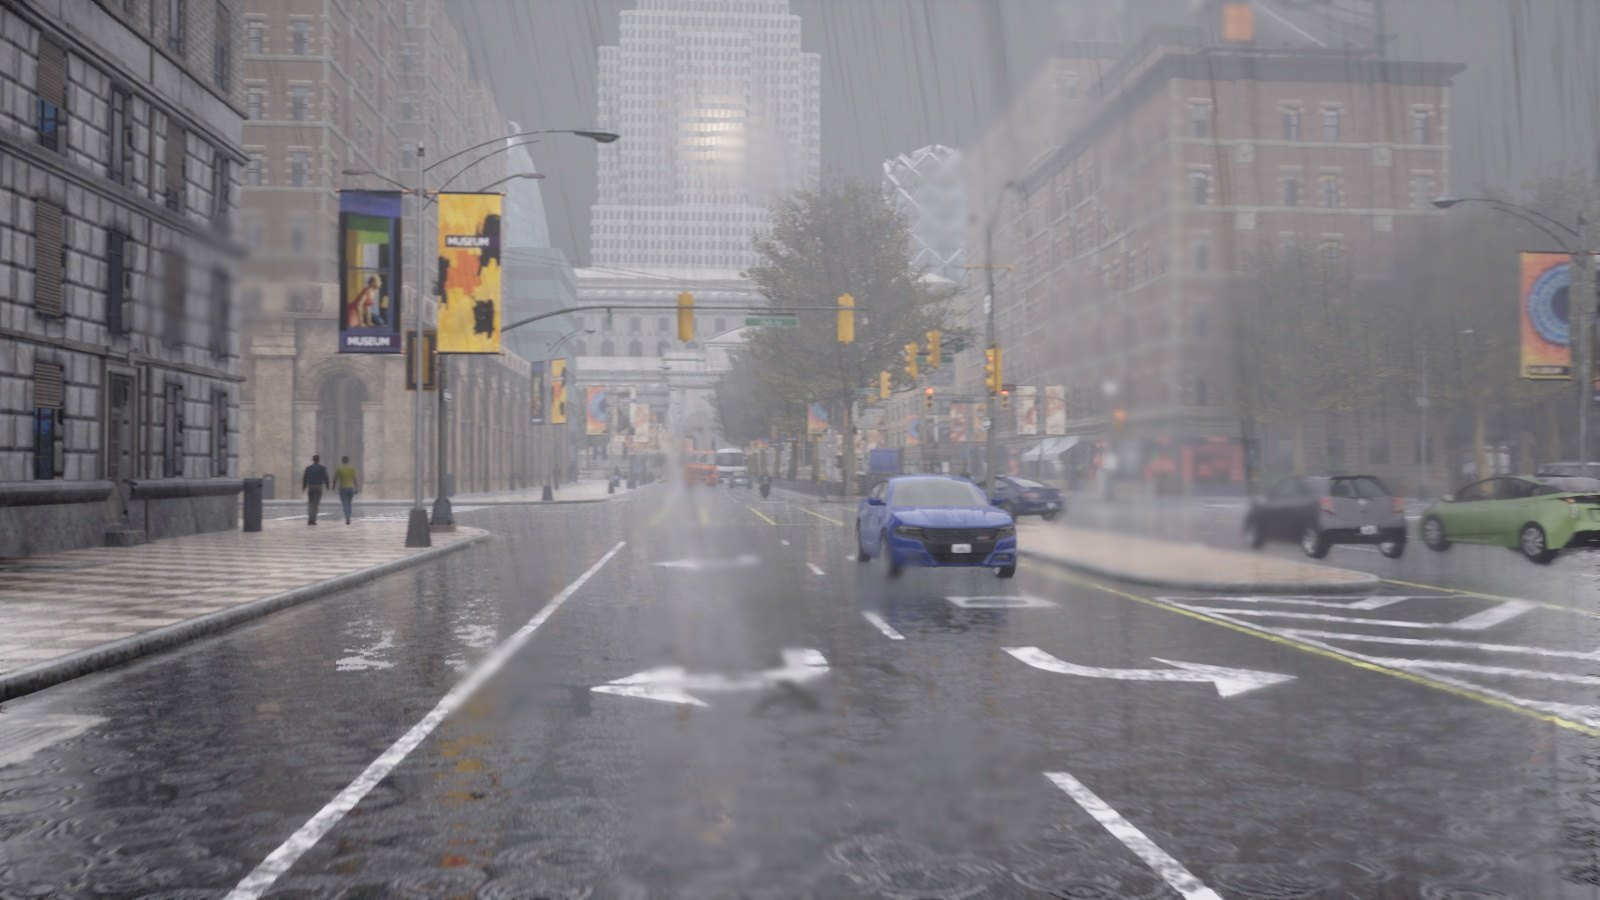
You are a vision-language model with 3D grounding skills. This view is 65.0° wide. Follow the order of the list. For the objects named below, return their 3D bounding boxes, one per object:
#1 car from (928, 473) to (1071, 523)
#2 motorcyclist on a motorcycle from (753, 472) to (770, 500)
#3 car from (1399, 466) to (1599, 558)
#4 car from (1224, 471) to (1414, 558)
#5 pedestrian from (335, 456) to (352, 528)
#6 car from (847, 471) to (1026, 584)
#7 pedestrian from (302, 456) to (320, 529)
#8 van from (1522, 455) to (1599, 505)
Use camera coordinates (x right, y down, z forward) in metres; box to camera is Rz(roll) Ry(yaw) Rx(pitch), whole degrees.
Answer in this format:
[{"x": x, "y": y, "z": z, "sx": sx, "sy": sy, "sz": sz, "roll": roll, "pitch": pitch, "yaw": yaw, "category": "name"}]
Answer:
[{"x": 6.072, "y": 1.441, "z": 38.804, "sx": 1.812, "sy": 1.442, "sz": 4.674, "roll": 0, "pitch": -1, "yaw": -30, "category": "car"}, {"x": -2.171, "y": 2.027, "z": 70.915, "sx": 0.866, "sy": 1.530, "sz": 2.191, "roll": 0, "pitch": -1, "yaw": -3, "category": "motorcyclist on a motorcycle"}, {"x": 13.249, "y": 1.060, "z": 23.084, "sx": 2.007, "sy": 1.525, "sz": 4.514, "roll": 0, "pitch": -1, "yaw": -5, "category": "car"}, {"x": 9.683, "y": 1.158, "z": 23.742, "sx": 1.845, "sy": 1.501, "sz": 3.633, "roll": 0, "pitch": -1, "yaw": -5, "category": "car"}, {"x": -11.782, "y": 1.074, "z": 32.428, "sx": 0.354, "sy": 1.836, "sz": 0.706, "roll": 0, "pitch": -1, "yaw": -24, "category": "pedestrian"}, {"x": 1.982, "y": 1.105, "z": 19.785, "sx": 1.882, "sy": 1.535, "sz": 5.008, "roll": 0, "pitch": -1, "yaw": -5, "category": "car"}, {"x": -12.384, "y": 1.068, "z": 31.826, "sx": 0.370, "sy": 1.835, "sz": 0.726, "roll": 0, "pitch": -1, "yaw": -17, "category": "pedestrian"}, {"x": 32.146, "y": 1.211, "z": 51.237, "sx": 4.442, "sy": 1.987, "sz": 1.775, "roll": -1, "pitch": -1, "yaw": -5, "category": "van"}]
